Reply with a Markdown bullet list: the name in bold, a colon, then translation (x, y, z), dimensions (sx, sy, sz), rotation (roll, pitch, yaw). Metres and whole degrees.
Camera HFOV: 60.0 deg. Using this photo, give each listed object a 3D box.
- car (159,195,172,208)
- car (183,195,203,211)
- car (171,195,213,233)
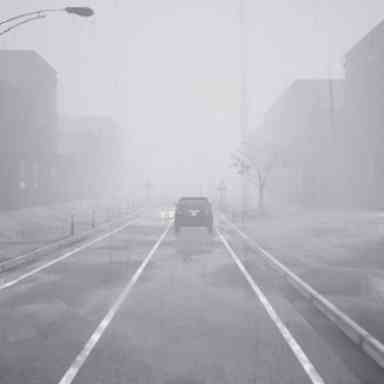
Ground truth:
- **car**: translation (-3.091, 1.133, 42.955), dimensions (2.128, 1.511, 4.902), rotation (0, 2, 0)
- **car**: translation (0.098, 1.256, 38.668), dimensions (2.128, 1.511, 4.902), rotation (0, 2, 0)
- **car**: translation (0.085, 1.259, 20.264), dimensions (2.150, 2.045, 5.566), rotation (0, 0, 0)
